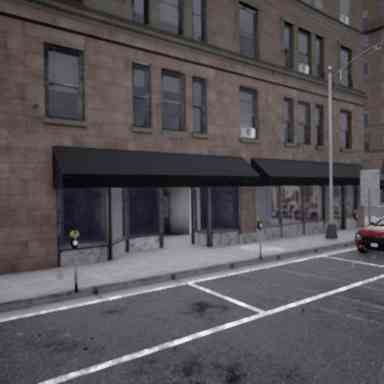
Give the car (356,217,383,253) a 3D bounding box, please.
[{"bbox_3d":[7.697,1.453,12.034,4.507,1.381,1.887,0,0,-35],"label":"car"}]
